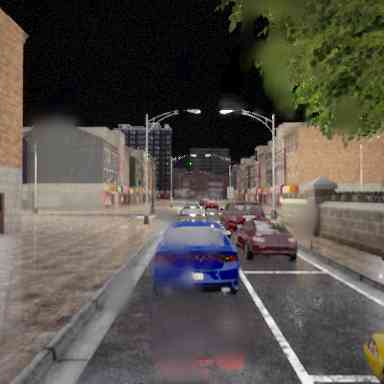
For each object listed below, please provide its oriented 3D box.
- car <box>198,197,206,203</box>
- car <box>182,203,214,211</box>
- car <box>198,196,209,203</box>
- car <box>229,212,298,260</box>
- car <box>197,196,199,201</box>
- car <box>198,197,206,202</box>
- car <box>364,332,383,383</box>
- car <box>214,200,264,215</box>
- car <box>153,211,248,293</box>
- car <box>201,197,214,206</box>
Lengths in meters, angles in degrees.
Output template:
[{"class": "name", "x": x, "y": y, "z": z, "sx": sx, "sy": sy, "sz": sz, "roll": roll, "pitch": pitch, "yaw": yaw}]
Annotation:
[{"class": "car", "x": 2.543, "y": 2.005, "z": 82.230, "sx": 1.802, "sy": 1.307, "sz": 4.206, "roll": 0, "pitch": 0, "yaw": 0}, {"class": "car", "x": 0.074, "y": 1.623, "z": 20.854, "sx": 2.033, "sy": 1.411, "sz": 5.357, "roll": 0, "pitch": 0, "yaw": 0}, {"class": "car", "x": 2.570, "y": 1.824, "z": 60.481, "sx": 1.887, "sy": 1.381, "sz": 4.507, "roll": 1, "pitch": 0, "yaw": 0}, {"class": "car", "x": 2.630, "y": 1.623, "z": 12.291, "sx": 1.802, "sy": 1.307, "sz": 4.206, "roll": 1, "pitch": 0, "yaw": 0}, {"class": "car", "x": 2.566, "y": 1.628, "z": 65.920, "sx": 2.192, "sy": 1.841, "sz": 5.009, "roll": 1, "pitch": 0, "yaw": 0}, {"class": "car", "x": 2.536, "y": 2.013, "z": 87.668, "sx": 2.008, "sy": 1.369, "sz": 4.403, "roll": 0, "pitch": 0, "yaw": 0}, {"class": "car", "x": 2.645, "y": 1.531, "z": 1.562, "sx": 1.752, "sy": 1.417, "sz": 4.829, "roll": 1, "pitch": 0, "yaw": 0}, {"class": "car", "x": 2.627, "y": 1.377, "z": 17.741, "sx": 2.192, "sy": 1.841, "sz": 5.009, "roll": 1, "pitch": 0, "yaw": 0}, {"class": "car", "x": 0.088, "y": 1.507, "z": 9.009, "sx": 1.882, "sy": 1.535, "sz": 5.008, "roll": 0, "pitch": 0, "yaw": 0}, {"class": "car", "x": 2.591, "y": 1.731, "z": 44.170, "sx": 1.887, "sy": 1.381, "sz": 4.507, "roll": 1, "pitch": 0, "yaw": 0}]
